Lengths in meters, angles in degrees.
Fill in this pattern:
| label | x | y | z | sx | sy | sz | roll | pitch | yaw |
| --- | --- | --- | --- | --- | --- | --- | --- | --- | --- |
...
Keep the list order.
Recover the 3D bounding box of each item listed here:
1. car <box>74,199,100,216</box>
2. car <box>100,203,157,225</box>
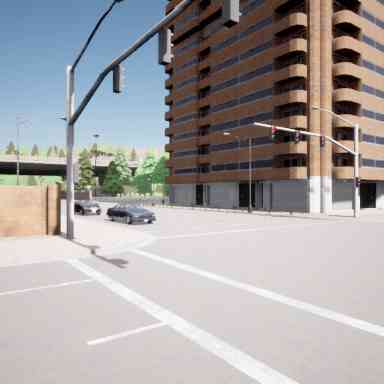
| label | x | y | z | sx | sy | sz | roll | pitch | yaw |
| --- | --- | --- | --- | --- | --- | --- | --- | --- | --- |
| car | -10.547 | 1.495 | 32.974 | 2.128 | 1.511 | 4.902 | 0 | 0 | -36 |
| car | -4.679 | 1.551 | 24.818 | 2.033 | 1.411 | 5.357 | 0 | 0 | -36 |
